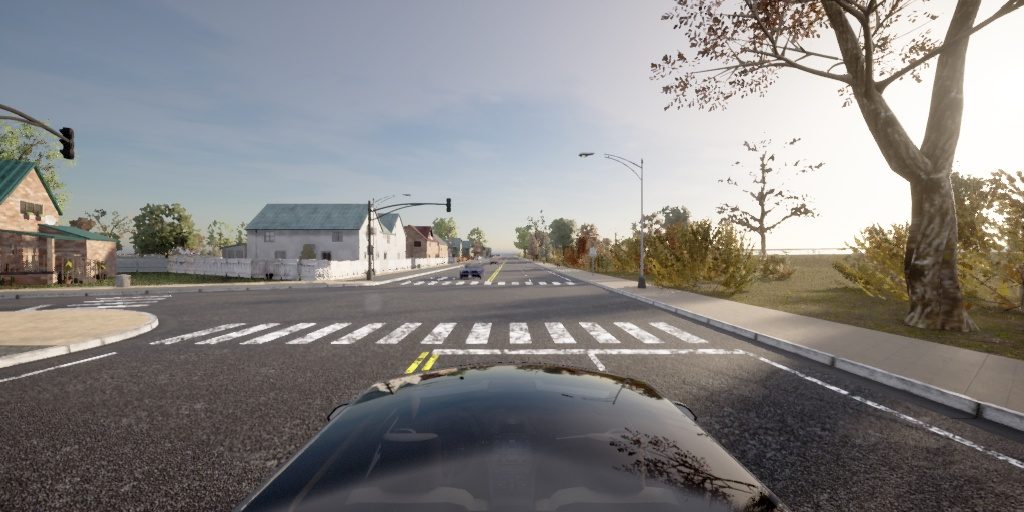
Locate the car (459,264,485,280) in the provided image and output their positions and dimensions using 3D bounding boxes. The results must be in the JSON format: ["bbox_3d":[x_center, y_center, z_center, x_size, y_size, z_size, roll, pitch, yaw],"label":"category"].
[{"bbox_3d":[-3.417,1.339,31.211,1.895,1.301,4.718,0,0,0],"label":"car"}]
